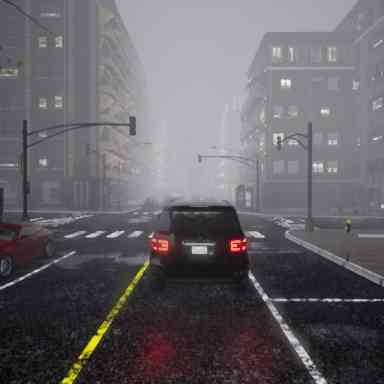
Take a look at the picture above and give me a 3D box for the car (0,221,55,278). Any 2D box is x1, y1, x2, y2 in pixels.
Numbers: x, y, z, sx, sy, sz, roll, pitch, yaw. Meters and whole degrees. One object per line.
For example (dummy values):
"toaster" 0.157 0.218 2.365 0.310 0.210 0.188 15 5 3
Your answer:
"car" -5.607 1.581 10.033 1.802 1.307 4.206 0 0 1

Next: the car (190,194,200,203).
"car" 0.724 1.354 72.938 2.097 1.767 4.553 0 0 1

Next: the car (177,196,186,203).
"car" -2.302 1.522 71.915 1.812 1.442 4.674 0 0 1

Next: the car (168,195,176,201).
"car" -4.899 1.525 81.741 1.752 1.417 4.829 0 0 1

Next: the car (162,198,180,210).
"car" -2.671 1.562 43.069 1.994 1.385 4.181 0 0 2

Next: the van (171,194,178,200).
"van" -4.786 1.340 93.188 1.690 1.788 3.998 0 0 1

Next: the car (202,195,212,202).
"car" 3.426 1.440 76.184 1.967 1.590 4.097 0 0 1

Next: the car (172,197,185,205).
"car" -2.466 1.563 61.610 1.994 1.385 4.181 0 0 1

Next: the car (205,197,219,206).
"car" 3.204 1.549 53.630 2.008 1.369 4.403 0 0 1

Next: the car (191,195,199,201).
"car" 0.806 1.477 82.715 1.882 1.535 5.008 0 0 1

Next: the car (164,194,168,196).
"car" -5.010 1.314 70.633 2.192 1.841 5.009 0 0 1

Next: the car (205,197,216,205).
"car" 3.260 1.543 59.268 1.887 1.381 4.507 0 0 1

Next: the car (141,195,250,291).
"car" 0.171 1.221 9.114 2.150 2.045 5.566 0 0 1

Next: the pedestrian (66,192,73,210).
"pedestrian" -12.395 0.902 33.504 0.375 1.860 0.375 0 -1 0
